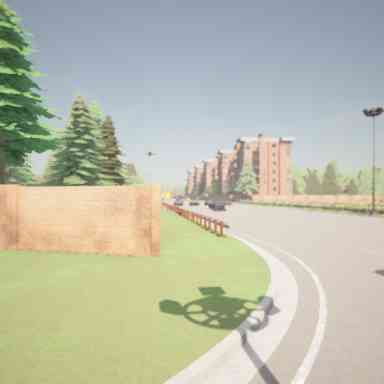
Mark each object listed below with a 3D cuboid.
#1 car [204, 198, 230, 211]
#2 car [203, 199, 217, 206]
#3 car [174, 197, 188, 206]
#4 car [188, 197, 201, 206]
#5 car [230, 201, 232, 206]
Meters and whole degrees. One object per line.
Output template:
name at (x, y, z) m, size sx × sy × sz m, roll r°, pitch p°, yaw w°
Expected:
car at (3.797, 2.080, 51.009) m, size 2.128 × 1.511 × 4.902 m, roll 0°, pitch -1°, yaw -8°
car at (4.014, 2.382, 73.258) m, size 2.033 × 1.411 × 5.357 m, roll 0°, pitch -1°, yaw -9°
car at (-2.817, 2.348, 71.612) m, size 2.033 × 1.411 × 5.357 m, roll 0°, pitch -1°, yaw -9°
car at (0.546, 2.424, 72.784) m, size 1.895 × 1.301 × 4.718 m, roll 0°, pitch -1°, yaw -9°
car at (7.469, 2.396, 73.820) m, size 2.033 × 1.411 × 5.357 m, roll 0°, pitch -1°, yaw -9°
